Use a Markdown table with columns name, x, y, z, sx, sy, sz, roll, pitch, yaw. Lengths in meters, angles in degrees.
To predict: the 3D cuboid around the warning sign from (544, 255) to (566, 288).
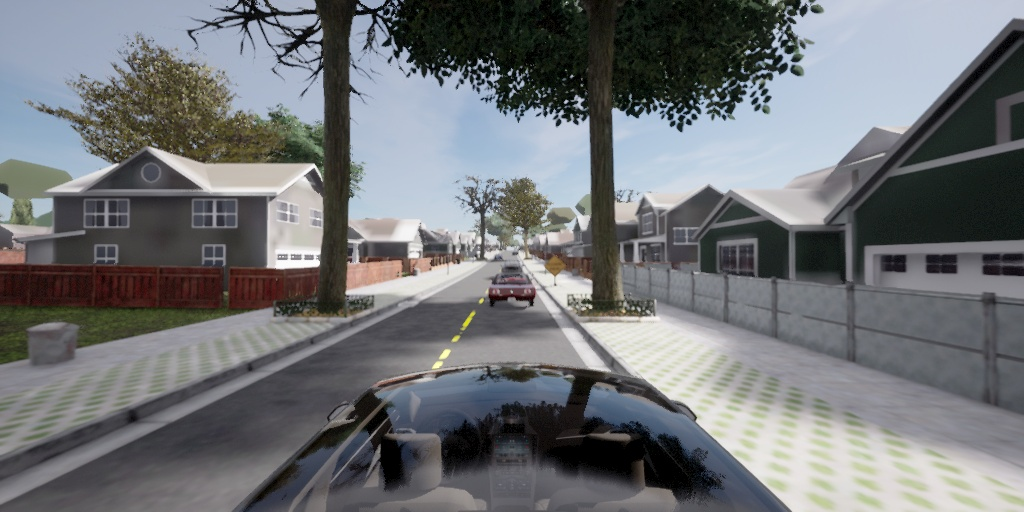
| name | x | y | z | sx | sy | sz | roll | pitch | yaw |
| --- | --- | --- | --- | --- | --- | --- | --- | --- | --- |
| warning sign | 2.513 | 0.862 | 20.796 | 1.300 | 1.860 | 1.060 | 0 | 0 | 0 |

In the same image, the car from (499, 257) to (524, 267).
| name | x | y | z | sx | sy | sz | roll | pitch | yaw |
| --- | --- | --- | --- | --- | --- | --- | --- | --- | --- |
| car | -0.002 | 1.159 | 31.116 | 1.837 | 1.490 | 4.892 | 0 | 1 | 0 |

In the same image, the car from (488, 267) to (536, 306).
| name | x | y | z | sx | sy | sz | roll | pitch | yaw |
| --- | --- | --- | --- | --- | --- | --- | --- | --- | --- |
| car | -0.002 | 1.375 | 15.943 | 1.895 | 1.301 | 4.718 | 0 | 0 | 0 |
